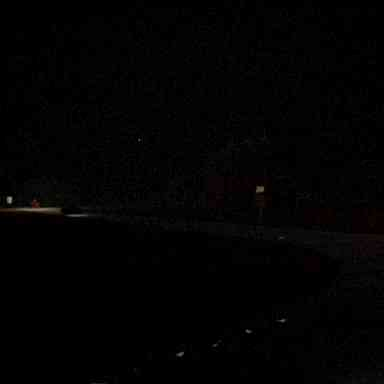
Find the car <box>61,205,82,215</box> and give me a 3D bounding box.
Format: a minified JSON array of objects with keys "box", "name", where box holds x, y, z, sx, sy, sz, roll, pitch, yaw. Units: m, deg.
[{"box":[-18.297,2.643,50.168,2.033,1.411,5.357,1,-2,-35],"name":"car"}]
